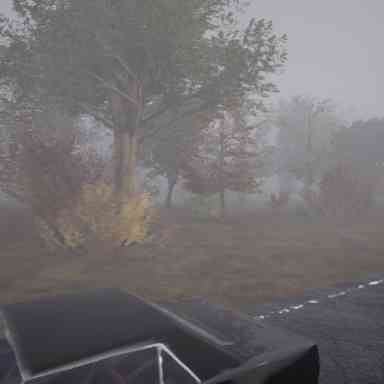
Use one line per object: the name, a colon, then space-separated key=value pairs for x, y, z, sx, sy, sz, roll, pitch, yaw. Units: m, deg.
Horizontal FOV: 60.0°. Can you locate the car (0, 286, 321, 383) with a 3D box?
car: x=-1.210 y=1.599 z=2.483 sx=4.718 sy=1.301 sz=1.895 roll=0 pitch=0 yaw=-35
